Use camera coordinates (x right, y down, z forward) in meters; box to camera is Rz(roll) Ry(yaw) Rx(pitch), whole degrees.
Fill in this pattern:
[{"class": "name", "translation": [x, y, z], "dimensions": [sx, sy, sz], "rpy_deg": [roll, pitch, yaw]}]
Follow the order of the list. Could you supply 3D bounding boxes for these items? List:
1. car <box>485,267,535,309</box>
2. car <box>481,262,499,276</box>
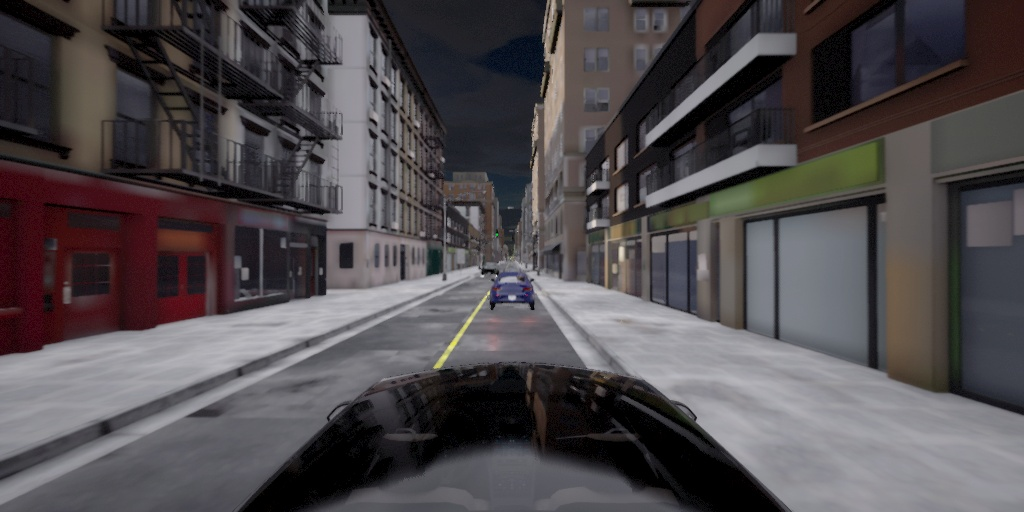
[{"class": "car", "translation": [0.023, 1.413, 15.756], "dimensions": [1.812, 1.442, 4.674], "rpy_deg": [0, 0, 0]}, {"class": "car", "translation": [-2.766, 1.529, 45.487], "dimensions": [2.097, 1.767, 4.553], "rpy_deg": [0, 0, 0]}]
